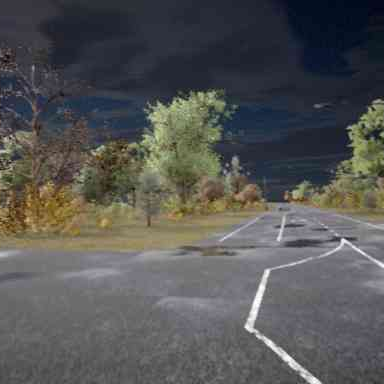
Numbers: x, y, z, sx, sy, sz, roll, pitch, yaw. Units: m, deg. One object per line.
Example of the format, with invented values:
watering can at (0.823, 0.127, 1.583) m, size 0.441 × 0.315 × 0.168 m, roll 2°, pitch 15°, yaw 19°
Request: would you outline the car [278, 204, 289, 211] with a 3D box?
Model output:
car at (20.676, 3.532, 74.835) m, size 1.837 × 1.490 × 4.892 m, roll -4°, pitch -2°, yaw 22°
